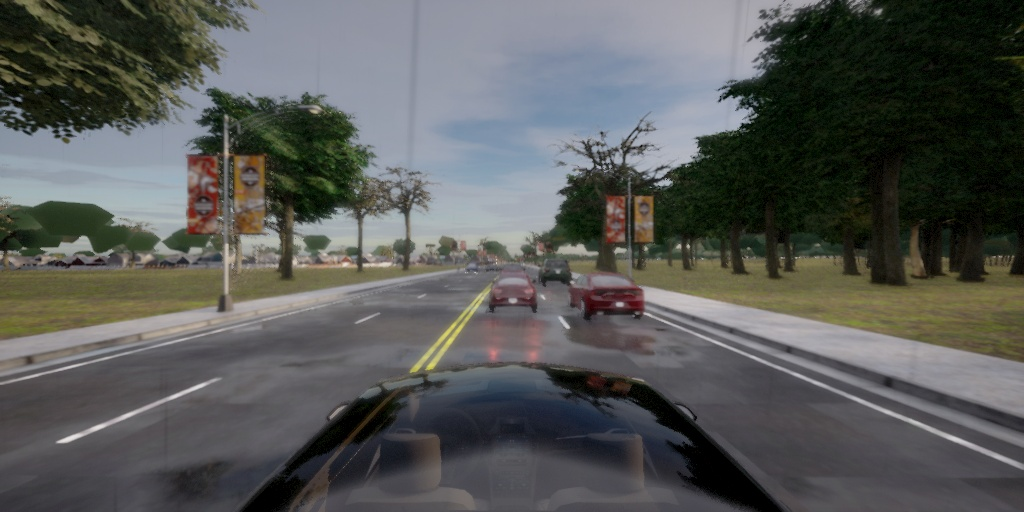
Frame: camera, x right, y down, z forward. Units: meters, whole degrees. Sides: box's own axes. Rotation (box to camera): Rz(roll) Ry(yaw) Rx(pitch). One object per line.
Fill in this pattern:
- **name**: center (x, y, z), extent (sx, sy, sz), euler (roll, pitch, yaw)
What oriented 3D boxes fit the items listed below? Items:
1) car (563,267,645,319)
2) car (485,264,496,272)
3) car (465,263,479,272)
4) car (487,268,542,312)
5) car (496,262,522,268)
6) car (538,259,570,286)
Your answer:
- **car**: center (3.294, 1.342, 13.334), extent (1.882, 1.535, 5.008), euler (0, -1, 1)
- **car**: center (-3.286, 2.004, 59.620), extent (1.994, 1.385, 4.181), euler (0, -1, 0)
- **car**: center (-6.535, 1.963, 59.369), extent (1.812, 1.442, 4.674), euler (0, -1, 1)
- **car**: center (0.055, 1.404, 14.856), extent (1.812, 1.442, 4.674), euler (0, 0, 0)
- **car**: center (0.054, 1.382, 29.110), extent (2.097, 1.767, 4.553), euler (0, -1, 1)
- **car**: center (3.297, 1.242, 28.112), extent (2.150, 2.045, 5.566), euler (0, 0, 1)
